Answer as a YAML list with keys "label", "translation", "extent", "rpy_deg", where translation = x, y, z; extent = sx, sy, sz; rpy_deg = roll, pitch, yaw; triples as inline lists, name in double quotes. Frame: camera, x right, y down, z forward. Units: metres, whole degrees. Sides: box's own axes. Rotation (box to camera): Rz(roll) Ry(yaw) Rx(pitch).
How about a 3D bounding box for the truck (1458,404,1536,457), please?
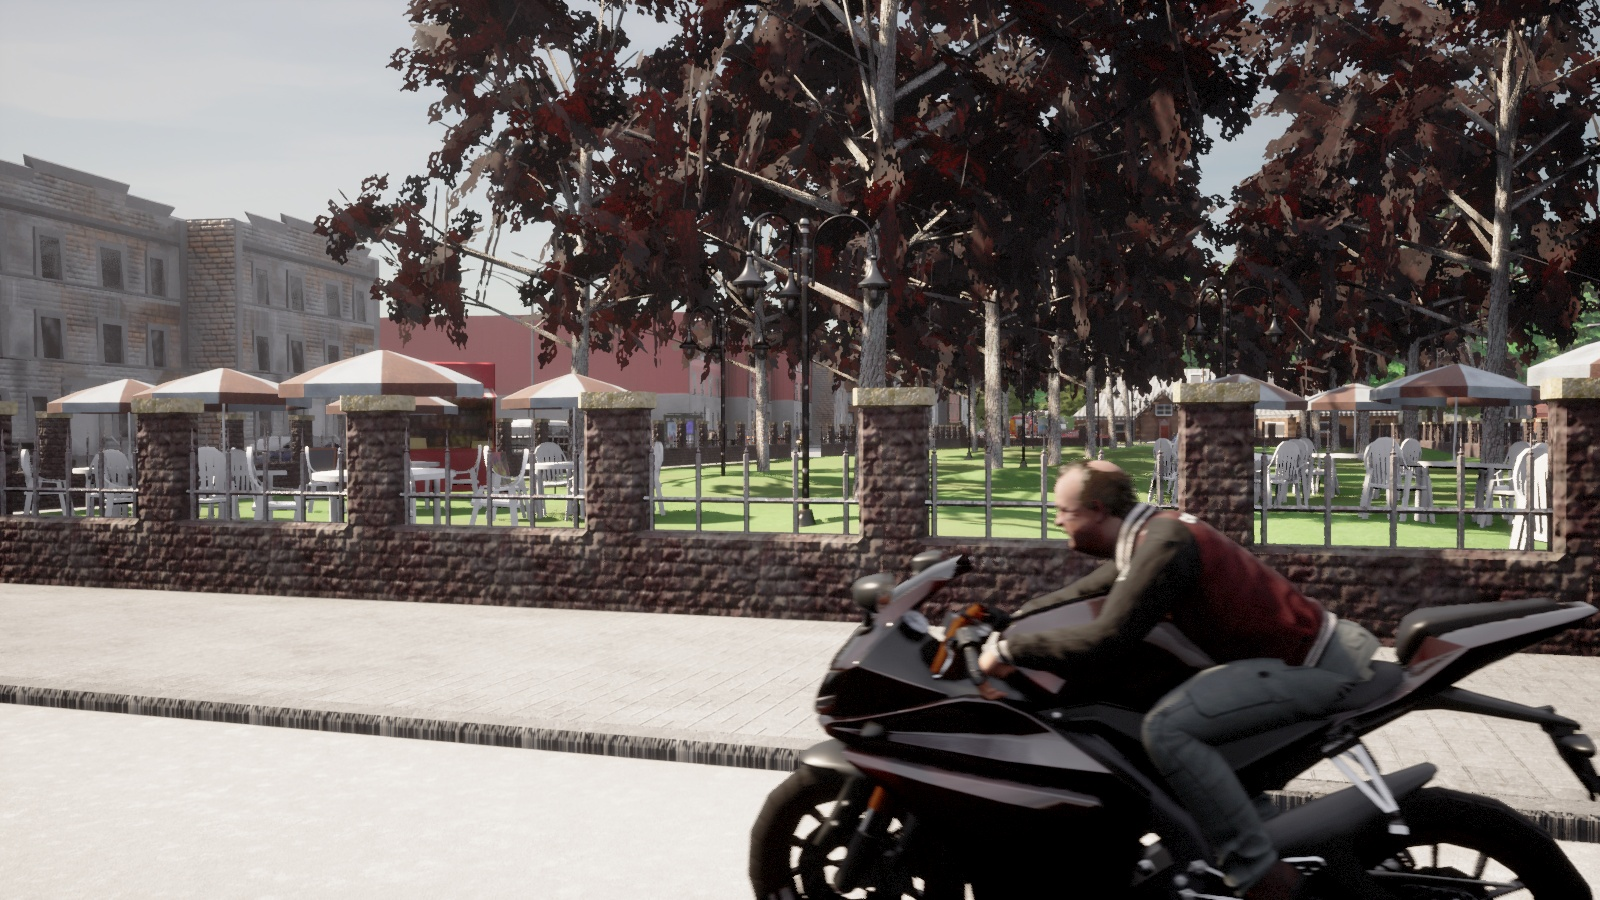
- label: "truck"
  translation: [47.844, -1.360, 86.422]
  extent: [2.891, 3.462, 7.936]
  rpy_deg: [0, 1, 15]

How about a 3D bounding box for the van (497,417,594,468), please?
- label: "van"
  translation: [-10.782, -0.347, 53.508]
  extent: [2.069, 2.038, 4.480]
  rpy_deg: [1, 1, 18]

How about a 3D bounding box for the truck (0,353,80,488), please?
- label: "truck"
  translation: [-22.407, -0.739, 31.182]
  extent: [2.891, 3.462, 7.936]
  rpy_deg: [1, 1, 18]

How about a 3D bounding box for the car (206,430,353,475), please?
- label: "car"
  translation: [-18.143, 0.053, 44.044]
  extent: [2.163, 1.488, 4.792]
  rpy_deg: [1, 1, 18]

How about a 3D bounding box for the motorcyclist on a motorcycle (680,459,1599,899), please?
- label: "motorcyclist on a motorcycle"
  translation: [0.854, 0.810, 3.428]
  extent: [2.191, 1.530, 0.866]
  rpy_deg: [1, 1, 19]
